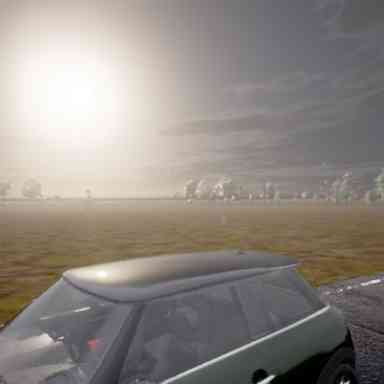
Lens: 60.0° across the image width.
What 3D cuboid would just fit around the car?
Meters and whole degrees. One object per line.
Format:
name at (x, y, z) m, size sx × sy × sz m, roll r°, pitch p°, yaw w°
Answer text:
car at (-0.549, 1.420, 2.774) m, size 4.553 × 1.767 × 2.097 m, roll 1°, pitch -2°, yaw -39°
